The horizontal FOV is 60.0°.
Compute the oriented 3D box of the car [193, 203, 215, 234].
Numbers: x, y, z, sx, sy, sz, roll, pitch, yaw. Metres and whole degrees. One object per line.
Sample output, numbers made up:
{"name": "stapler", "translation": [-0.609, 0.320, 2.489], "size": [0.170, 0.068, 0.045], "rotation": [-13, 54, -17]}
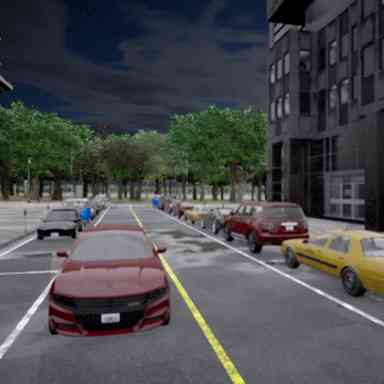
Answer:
{"name": "car", "translation": [1.679, 1.543, 18.964], "size": [2.008, 1.369, 4.403], "rotation": [0, 0, -12]}

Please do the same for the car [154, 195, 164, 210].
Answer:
{"name": "car", "translation": [-2.894, 1.307, 40.228], "size": [2.192, 1.841, 5.009], "rotation": [0, 0, -12]}

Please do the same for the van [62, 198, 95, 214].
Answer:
{"name": "van", "translation": [-7.800, 1.337, 22.488], "size": [1.690, 1.788, 3.998], "rotation": [0, 0, -12]}

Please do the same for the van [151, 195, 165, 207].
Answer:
{"name": "van", "translation": [-5.179, 1.335, 50.860], "size": [1.690, 1.788, 3.998], "rotation": [0, 0, -12]}

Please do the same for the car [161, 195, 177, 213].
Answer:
{"name": "car", "translation": [-1.751, 1.431, 34.912], "size": [1.967, 1.590, 4.097], "rotation": [0, 0, -12]}

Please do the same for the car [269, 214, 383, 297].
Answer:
{"name": "car", "translation": [3.929, 1.520, 8.498], "size": [1.752, 1.417, 4.829], "rotation": [0, 0, -12]}

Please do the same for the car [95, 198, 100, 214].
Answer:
{"name": "car", "translation": [-8.907, 1.521, 27.638], "size": [1.752, 1.417, 4.829], "rotation": [0, 0, -12]}

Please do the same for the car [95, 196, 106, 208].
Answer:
{"name": "car", "translation": [-11.192, 1.521, 38.271], "size": [1.752, 1.417, 4.829], "rotation": [0, 0, -12]}

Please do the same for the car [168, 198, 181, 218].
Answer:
{"name": "car", "translation": [-0.608, 1.536, 29.596], "size": [1.887, 1.381, 4.507], "rotation": [0, 0, -12]}

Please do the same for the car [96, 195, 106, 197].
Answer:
{"name": "car", "translation": [-12.371, 1.437, 43.752], "size": [1.967, 1.590, 4.097], "rotation": [0, 0, -12]}

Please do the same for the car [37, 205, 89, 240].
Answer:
{"name": "car", "translation": [-6.656, 1.562, 17.172], "size": [1.947, 1.339, 4.313], "rotation": [0, 0, -12]}

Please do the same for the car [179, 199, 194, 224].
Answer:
{"name": "car", "translation": [0.500, 1.517, 24.446], "size": [1.752, 1.417, 4.829], "rotation": [0, 0, -12]}

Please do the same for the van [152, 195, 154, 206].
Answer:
{"name": "van", "translation": [-4.037, 1.334, 45.544], "size": [1.690, 1.788, 3.998], "rotation": [0, 0, -12]}

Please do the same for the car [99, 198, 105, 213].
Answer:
{"name": "car", "translation": [-10.085, 1.561, 33.120], "size": [1.947, 1.339, 4.313], "rotation": [0, 0, -12]}

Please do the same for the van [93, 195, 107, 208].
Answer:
{"name": "van", "translation": [-13.514, 1.339, 49.069], "size": [1.690, 1.788, 3.998], "rotation": [0, 0, -12]}

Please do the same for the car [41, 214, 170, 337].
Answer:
{"name": "car", "translation": [-1.655, 1.475, 7.057], "size": [1.882, 1.535, 5.008], "rotation": [0, 0, -12]}

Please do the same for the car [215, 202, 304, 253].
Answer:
{"name": "car", "translation": [2.821, 1.308, 13.648], "size": [2.192, 1.841, 5.009], "rotation": [0, 0, -12]}
